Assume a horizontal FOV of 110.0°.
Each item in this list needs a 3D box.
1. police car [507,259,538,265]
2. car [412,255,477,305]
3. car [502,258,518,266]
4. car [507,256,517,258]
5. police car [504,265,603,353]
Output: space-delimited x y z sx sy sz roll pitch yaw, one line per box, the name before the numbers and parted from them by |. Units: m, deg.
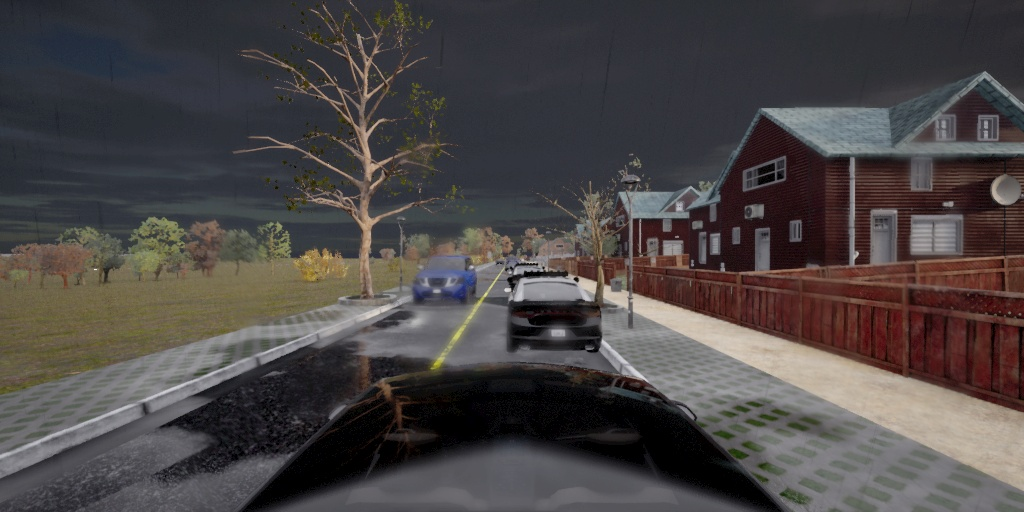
police car | 0.839 1.178 19.000 1.930 1.638 5.238 0 0 0
car | -2.837 0.973 16.312 2.150 2.045 5.566 0 0 0
car | 0.079 1.332 47.273 1.994 1.385 4.181 0 0 0
car | 0.054 1.005 62.037 2.150 2.045 5.566 0 0 0
police car | 0.831 1.176 9.000 1.930 1.638 5.238 0 0 0
